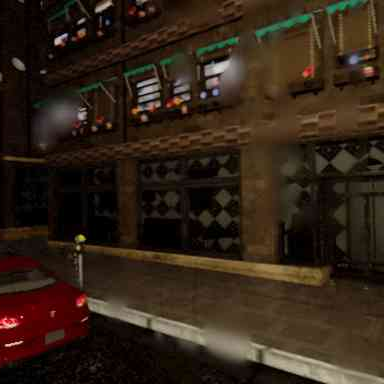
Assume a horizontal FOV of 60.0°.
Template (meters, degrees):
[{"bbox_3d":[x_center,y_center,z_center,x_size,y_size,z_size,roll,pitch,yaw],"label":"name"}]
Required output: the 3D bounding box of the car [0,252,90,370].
[{"bbox_3d":[-3.369,1.640,5.295,4.206,1.307,1.802,-1,-1,36],"label":"car"}]
